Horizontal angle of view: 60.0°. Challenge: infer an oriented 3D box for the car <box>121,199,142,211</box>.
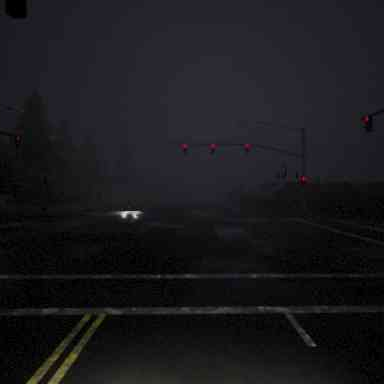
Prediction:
[{"bbox_3d":[-6.992,1.490,38.776,1.994,1.385,4.181,0,0,0],"label":"car"}]
